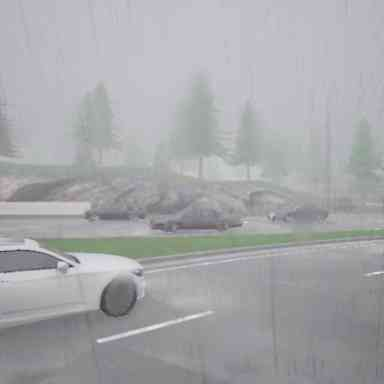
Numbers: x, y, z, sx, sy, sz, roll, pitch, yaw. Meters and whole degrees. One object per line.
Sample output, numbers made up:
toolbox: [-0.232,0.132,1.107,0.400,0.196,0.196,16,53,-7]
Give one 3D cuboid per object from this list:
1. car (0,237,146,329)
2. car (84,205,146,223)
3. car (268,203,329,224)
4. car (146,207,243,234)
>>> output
car: [-3.077,1.532,5.806,4.674,1.442,1.812,0,0,-36]
car: [-5.790,1.662,25.540,4.718,1.301,1.895,0,0,-7]
car: [8.210,1.608,25.714,4.902,1.511,2.128,0,0,-21]
car: [0.245,1.612,19.441,5.357,1.411,2.033,0,0,-12]
